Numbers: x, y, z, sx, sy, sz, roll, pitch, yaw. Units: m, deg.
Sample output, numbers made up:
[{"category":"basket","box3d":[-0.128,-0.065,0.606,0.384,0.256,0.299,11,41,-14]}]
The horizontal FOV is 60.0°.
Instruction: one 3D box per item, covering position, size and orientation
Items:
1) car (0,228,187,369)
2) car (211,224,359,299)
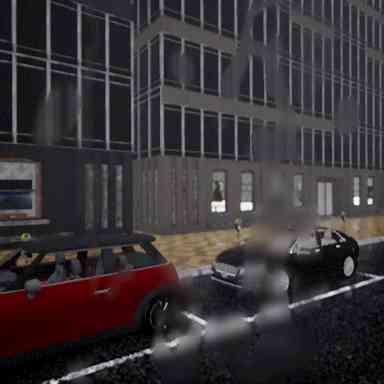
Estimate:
[{"category":"car","box3d":[-2.167,1.436,5.015,4.097,1.590,1.967,0,0,-36]},{"category":"car","box3d":[2.467,1.524,8.321,4.403,1.369,2.008,0,0,-36]}]
